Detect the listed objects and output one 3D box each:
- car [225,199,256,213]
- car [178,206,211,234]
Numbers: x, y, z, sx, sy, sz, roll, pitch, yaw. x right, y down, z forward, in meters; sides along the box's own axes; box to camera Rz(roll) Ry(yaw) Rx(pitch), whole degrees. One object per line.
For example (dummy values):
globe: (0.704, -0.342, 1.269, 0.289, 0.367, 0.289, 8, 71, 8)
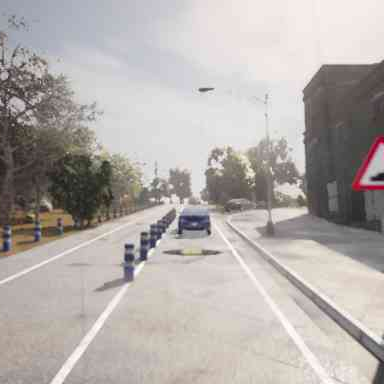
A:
car: (5.565, 1.547, 37.783, 1.837, 1.490, 4.892, -7, -5, 37)
car: (0.156, 1.622, 20.401, 1.882, 1.535, 5.008, 0, -1, 1)
